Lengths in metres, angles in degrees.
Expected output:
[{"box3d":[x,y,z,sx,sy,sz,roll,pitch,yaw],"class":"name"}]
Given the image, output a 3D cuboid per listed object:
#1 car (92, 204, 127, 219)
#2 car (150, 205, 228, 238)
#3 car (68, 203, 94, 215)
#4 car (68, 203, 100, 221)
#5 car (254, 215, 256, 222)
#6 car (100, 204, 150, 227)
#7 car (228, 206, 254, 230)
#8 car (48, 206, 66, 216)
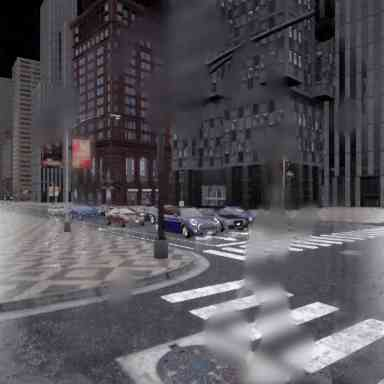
[{"box3d":[-9.510,2.154,38.015,2.128,1.511,4.902,0,-1,-36],"class":"car"},{"box3d":[-0.340,1.636,19.625,2.097,1.767,4.553,0,-1,-35],"class":"car"},{"box3d":[-15.547,2.352,46.507,2.128,1.511,4.902,0,-1,-35],"class":"car"},{"box3d":[-11.295,2.117,34.928,1.882,1.535,5.008,0,-1,-36],"class":"car"},{"box3d":[2.994,1.866,26.501,1.812,1.442,4.674,0,-1,-36],"class":"car"},{"box3d":[-5.491,1.976,26.839,1.812,1.442,4.674,0,-1,-36],"class":"car"},{"box3d":[1.734,1.861,22.344,1.994,1.385,4.181,0,-1,-36],"class":"car"},{"box3d":[-17.294,2.438,43.346,1.895,1.301,4.718,0,-1,-35],"class":"car"}]
